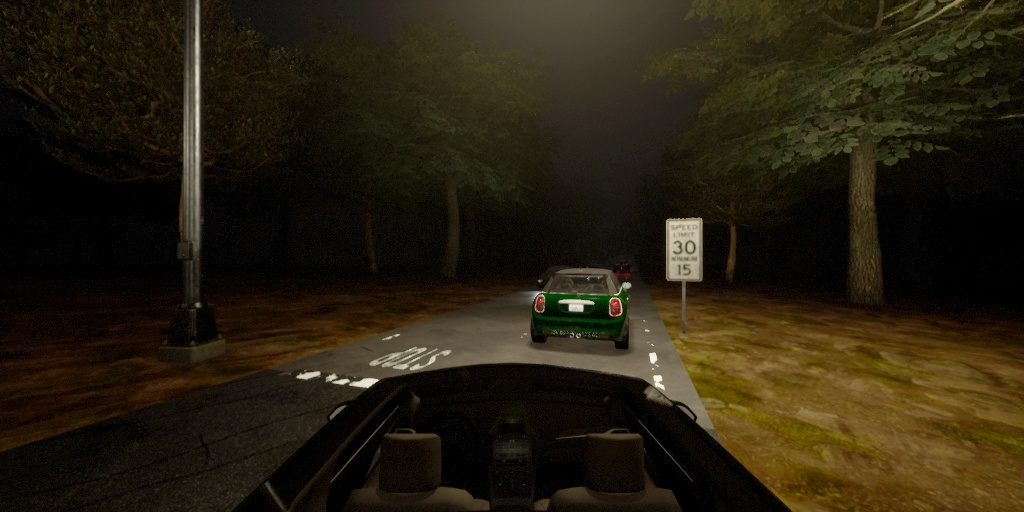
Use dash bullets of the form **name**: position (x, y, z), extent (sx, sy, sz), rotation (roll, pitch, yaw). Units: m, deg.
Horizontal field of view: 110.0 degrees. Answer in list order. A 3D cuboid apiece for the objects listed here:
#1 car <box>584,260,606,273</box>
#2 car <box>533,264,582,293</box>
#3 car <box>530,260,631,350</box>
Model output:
- **car**: position (10.104, 1.212, 43.383), extent (2.033, 1.411, 5.357), rotation (0, 0, 19)
- **car**: position (2.979, 1.293, 22.244), extent (2.033, 1.411, 5.357), rotation (0, 0, 18)
- **car**: position (2.002, 1.101, 9.473), extent (2.097, 1.767, 4.553), rotation (0, 0, 18)
